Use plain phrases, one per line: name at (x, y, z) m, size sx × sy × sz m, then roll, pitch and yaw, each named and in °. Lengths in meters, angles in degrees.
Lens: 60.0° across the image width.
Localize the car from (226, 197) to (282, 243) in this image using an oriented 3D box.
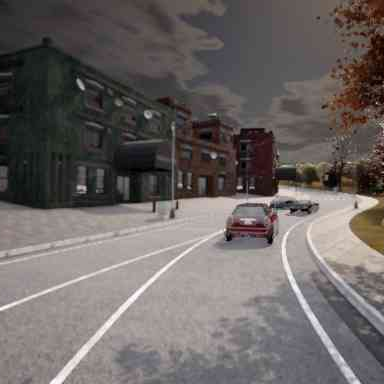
car at (3.073, 1.315, 16.285) m, size 2.097 × 1.767 × 4.553 m, roll 0°, pitch 0°, yaw 18°

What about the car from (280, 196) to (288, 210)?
car at (10.416, 1.233, 38.213) m, size 1.882 × 1.535 × 5.008 m, roll -1°, pitch 0°, yaw 34°

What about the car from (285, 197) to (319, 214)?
car at (10.933, 1.393, 32.185) m, size 1.895 × 1.301 × 4.718 m, roll -1°, pitch 0°, yaw 32°
